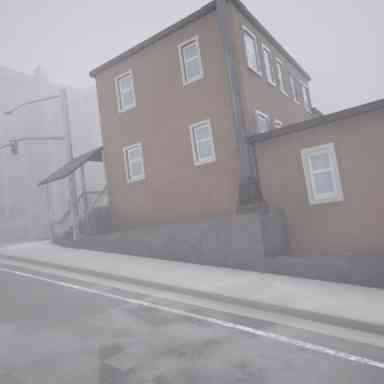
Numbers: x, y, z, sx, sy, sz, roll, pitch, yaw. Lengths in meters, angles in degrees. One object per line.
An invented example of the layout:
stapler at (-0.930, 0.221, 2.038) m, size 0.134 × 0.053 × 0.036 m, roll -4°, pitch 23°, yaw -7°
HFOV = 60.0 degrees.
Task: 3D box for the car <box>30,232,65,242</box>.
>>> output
car at (-11.709, 4.278, 29.081) m, size 1.837 × 1.490 × 4.892 m, roll -12°, pitch -11°, yaw 35°
